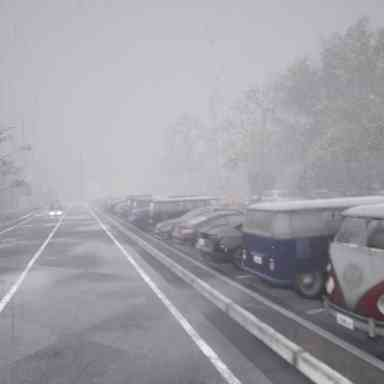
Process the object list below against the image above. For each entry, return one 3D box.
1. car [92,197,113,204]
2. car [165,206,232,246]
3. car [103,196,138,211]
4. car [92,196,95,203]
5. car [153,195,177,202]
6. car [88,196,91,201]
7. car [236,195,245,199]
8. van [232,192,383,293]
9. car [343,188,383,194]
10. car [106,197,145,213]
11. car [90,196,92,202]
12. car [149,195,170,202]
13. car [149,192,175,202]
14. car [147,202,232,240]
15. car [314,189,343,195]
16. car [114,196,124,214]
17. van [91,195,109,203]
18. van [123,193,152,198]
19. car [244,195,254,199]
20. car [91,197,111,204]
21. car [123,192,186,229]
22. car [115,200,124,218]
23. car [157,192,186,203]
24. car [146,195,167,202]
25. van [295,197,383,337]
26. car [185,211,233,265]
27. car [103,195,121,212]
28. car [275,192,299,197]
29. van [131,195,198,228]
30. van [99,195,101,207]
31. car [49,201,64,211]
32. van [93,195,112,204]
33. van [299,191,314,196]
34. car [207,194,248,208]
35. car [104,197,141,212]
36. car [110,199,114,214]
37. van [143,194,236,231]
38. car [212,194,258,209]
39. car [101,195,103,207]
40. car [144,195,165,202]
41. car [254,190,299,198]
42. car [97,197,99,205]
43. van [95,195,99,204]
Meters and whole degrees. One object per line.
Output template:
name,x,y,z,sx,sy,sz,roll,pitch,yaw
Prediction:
car,-22.146,2.077,82.214,5.008,1.535,2.097,-2,0,-19
car,1.558,1.484,13.293,4.674,1.452,2.002,-2,0,-19
car,-10.268,1.623,47.767,4.553,1.767,2.185,-2,0,-19
car,-16.498,1.897,66.374,5.366,1.575,1.946,-2,0,-19
car,-6.204,1.450,76.043,5.008,1.535,2.097,-2,0,-19
car,-21.213,1.794,79.573,5.566,2.045,2.435,-2,0,-19
car,7.412,0.982,36.546,4.553,1.767,2.185,-2,0,-19
van,3.483,1.141,8.026,4.442,1.987,1.878,-2,0,-19
car,12.767,0.720,20.776,5.566,2.045,2.435,-2,0,-19
car,-8.504,1.580,42.445,4.553,1.767,2.185,-2,0,-19
car,-20.321,2.015,76.908,4.892,1.521,2.231,-2,0,-19
car,-7.981,1.535,81.321,4.792,1.488,2.163,-2,0,-19
car,-7.142,1.227,78.670,5.566,2.045,2.435,-2,0,-19
car,0.654,1.474,15.947,4.892,1.521,2.231,-2,0,-19
car,11.918,0.745,23.420,5.566,2.045,2.435,-2,0,-19
car,-4.798,1.488,31.862,4.553,1.767,2.185,-2,0,-19
van,-24.991,1.951,90.131,4.442,1.987,1.878,-2,0,-19
van,-2.898,1.340,26.588,4.442,1.987,1.878,-2,0,-19
car,8.265,1.117,33.901,4.792,1.488,2.163,-2,0,-19
car,-23.967,2.142,87.516,4.892,1.521,2.231,-2,0,-19
car,-1.213,1.275,21.238,5.566,2.045,2.435,-2,0,-19
car,-3.917,1.594,29.200,4.892,1.521,2.231,-2,0,-19
car,-4.426,1.150,70.769,5.566,2.045,2.435,-2,0,-19
car,-8.942,1.569,83.936,4.792,1.488,2.163,-2,0,-19
van,4.173,1.111,5.301,4.442,1.987,1.878,-2,0,-19
car,2.500,1.439,10.648,4.792,1.488,2.163,-2,0,-19
car,-6.683,1.410,37.144,5.566,2.045,2.435,-2,0,-19
car,10.272,1.032,28.721,5.366,1.575,1.946,-2,0,-19
van,-1.987,1.317,23.937,4.442,1.987,1.878,-2,0,-19
van,-11.323,1.551,50.369,4.442,1.987,1.878,-2,0,-19
car,-21.152,2.176,52.007,2.128,1.511,4.902,-2,0,-19
van,-22.951,1.879,84.904,4.442,1.987,1.878,-2,0,-19
van,11.100,0.790,26.074,4.442,1.987,1.878,-2,0,-19
car,4.685,1.177,44.413,4.892,1.521,2.231,-2,0,-19
car,-9.415,1.603,45.096,4.553,1.767,2.185,-2,0,-19
car,-5.735,1.677,34.503,4.674,1.452,2.002,-2,0,-19
van,-0.164,1.272,18.637,4.442,1.987,1.878,-2,0,-19
car,5.408,1.158,41.725,5.366,1.575,1.946,-2,0,-19
car,-7.594,1.432,39.795,5.566,2.045,2.435,-2,0,-19
car,-9.825,1.569,86.577,5.008,1.535,2.097,-2,0,-19
car,9.210,0.812,31.294,5.566,2.045,2.435,-2,0,-19
car,-12.120,1.795,53.058,5.008,1.535,2.097,-2,0,-19
van,-14.969,1.641,60.973,4.442,1.987,1.878,-2,0,-19
